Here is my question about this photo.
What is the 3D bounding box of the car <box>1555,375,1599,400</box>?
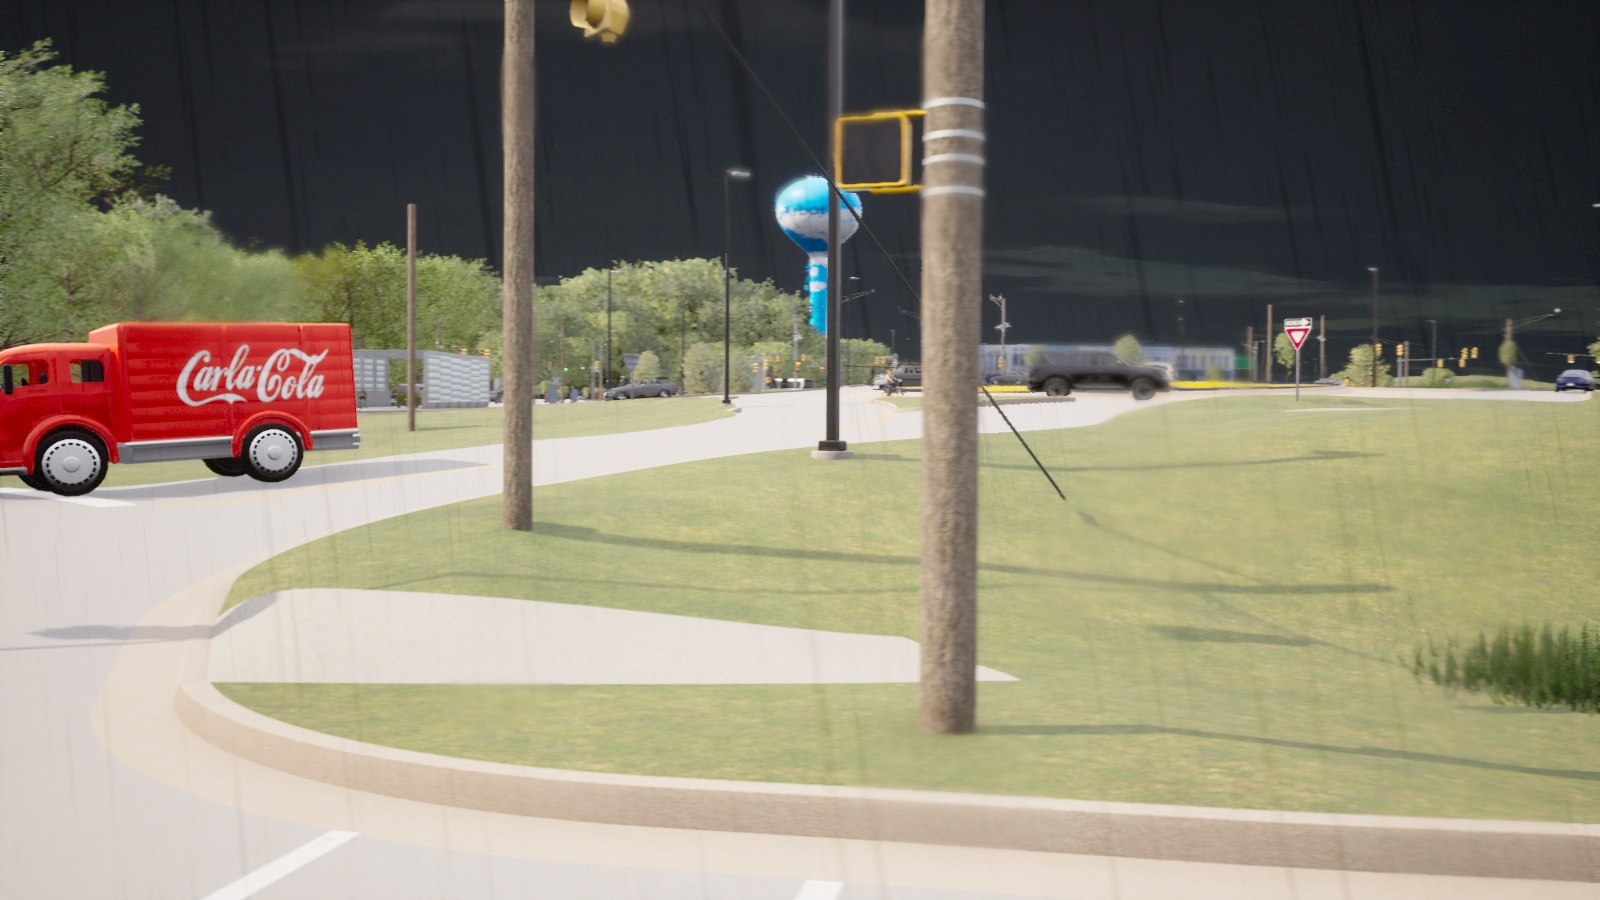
[{"bbox_3d":[49.880,-4.039,80.518,1.812,1.442,4.674,4,6,38],"label":"car"}]

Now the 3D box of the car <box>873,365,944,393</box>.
[{"bbox_3d":[7.613,-5.004,88.352,4.605,1.855,1.932,-1,2,-22],"label":"car"}]

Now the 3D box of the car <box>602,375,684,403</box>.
[{"bbox_3d":[-10.337,-3.999,82.665,4.902,1.511,2.128,-4,3,-18],"label":"car"}]

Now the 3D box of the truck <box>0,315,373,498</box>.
[{"bbox_3d":[-9.721,-0.759,19.416,5.204,2.467,2.627,-4,4,-39],"label":"truck"}]

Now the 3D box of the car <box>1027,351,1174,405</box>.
[{"bbox_3d":[11.962,-2.867,50.092,5.566,2.045,2.150,1,1,15],"label":"car"}]

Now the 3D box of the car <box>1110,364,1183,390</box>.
[{"bbox_3d":[24.377,-5.135,88.372,4.611,1.667,2.242,2,1,27],"label":"car"}]
